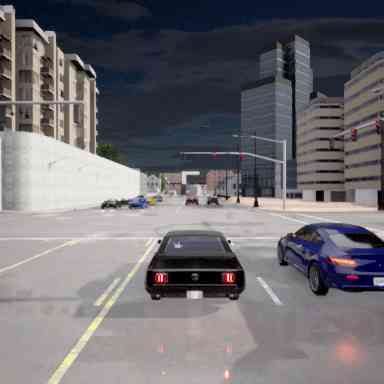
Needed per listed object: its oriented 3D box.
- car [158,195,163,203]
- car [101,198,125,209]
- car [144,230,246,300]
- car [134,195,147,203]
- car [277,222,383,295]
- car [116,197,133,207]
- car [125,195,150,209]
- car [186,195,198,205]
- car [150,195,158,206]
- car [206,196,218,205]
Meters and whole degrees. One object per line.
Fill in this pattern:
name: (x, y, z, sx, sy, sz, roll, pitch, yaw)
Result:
car: (-7.113, 1.418, 69.008, 2.128, 1.511, 4.902, 0, 0, 0)
car: (-10.665, 1.530, 44.097, 1.994, 1.385, 4.181, 0, 0, 0)
car: (0.062, 1.591, 8.311, 1.895, 1.301, 4.718, 0, 0, 0)
car: (-10.614, 1.440, 68.420, 1.837, 1.490, 4.892, 0, 0, 0)
car: (3.563, 1.508, 8.538, 1.812, 1.442, 4.674, 0, 0, 0)
car: (-10.679, 1.555, 52.934, 1.895, 1.301, 4.718, 0, 0, 0)
car: (-7.165, 1.436, 44.389, 1.882, 1.535, 5.008, 0, 0, 0)
car: (0.005, 1.277, 57.601, 2.097, 1.767, 4.553, 0, 0, 0)
car: (-7.174, 1.424, 53.847, 1.882, 1.535, 5.008, 0, 0, 0)
car: (3.505, 1.422, 57.942, 1.837, 1.490, 4.892, 0, 0, 0)
